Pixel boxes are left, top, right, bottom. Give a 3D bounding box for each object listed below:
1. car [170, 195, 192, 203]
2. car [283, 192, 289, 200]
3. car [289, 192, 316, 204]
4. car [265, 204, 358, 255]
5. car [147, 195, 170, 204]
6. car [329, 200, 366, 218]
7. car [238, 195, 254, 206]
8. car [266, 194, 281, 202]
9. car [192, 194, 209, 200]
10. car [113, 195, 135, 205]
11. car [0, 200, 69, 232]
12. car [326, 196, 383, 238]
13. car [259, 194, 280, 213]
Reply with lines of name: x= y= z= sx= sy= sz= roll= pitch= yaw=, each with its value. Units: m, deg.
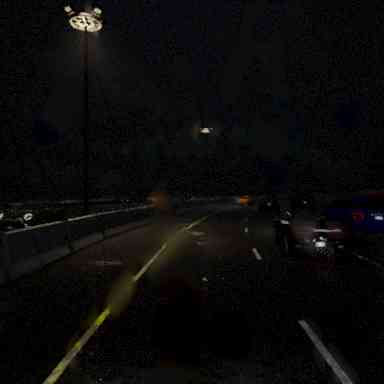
car: x=-2.423 y=1.343 z=59.954 sx=2.128 sy=1.511 sz=4.902 roll=0 pitch=0 yaw=21
car: x=23.938 y=0.909 z=81.435 sx=2.150 sy=2.045 sz=5.566 roll=0 pitch=0 yaw=33
car: x=11.823 y=1.152 z=35.402 sx=2.150 sy=2.045 sz=5.566 roll=0 pitch=0 yaw=14
car: x=4.391 y=1.465 z=13.173 sx=2.128 sy=1.511 sz=4.902 roll=0 pitch=0 yaw=5
car: x=-6.323 y=1.325 z=59.603 sx=1.882 sy=1.535 sz=5.008 roll=0 pitch=0 yaw=21
car: x=14.285 y=1.492 z=30.813 sx=2.033 sy=1.411 sz=5.357 roll=0 pitch=0 yaw=13
car: x=8.686 y=1.338 z=53.319 sx=1.801 sy=1.575 sz=5.366 roll=0 pitch=0 yaw=20
car: x=17.085 y=1.218 z=69.516 sx=1.837 sy=1.490 sz=4.892 roll=0 pitch=0 yaw=28
car: x=1.445 y=1.208 z=60.214 sx=2.097 sy=1.767 sz=4.553 roll=0 pitch=0 yaw=22
car: x=-11.348 y=1.326 z=55.966 sx=1.882 sy=1.535 sz=5.008 roll=0 pitch=0 yaw=19
car: x=-9.162 y=1.292 z=19.481 sx=2.097 sy=1.767 sz=4.553 roll=0 pitch=0 yaw=7
car: x=8.284 y=1.192 z=16.814 sx=2.150 sy=2.045 sz=5.566 roll=0 pitch=0 yaw=7
car: x=8.137 y=1.278 z=34.949 sx=2.097 sy=1.767 sz=4.553 roll=0 pitch=0 yaw=14
